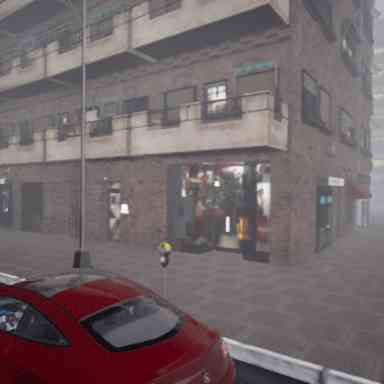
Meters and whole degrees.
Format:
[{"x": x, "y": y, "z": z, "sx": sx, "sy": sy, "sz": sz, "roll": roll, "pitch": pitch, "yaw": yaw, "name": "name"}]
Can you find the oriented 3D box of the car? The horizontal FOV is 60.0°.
[{"x": -1.541, "y": 1.578, "z": 3.810, "sx": 4.206, "sy": 1.307, "sz": 1.802, "roll": 0, "pitch": 1, "yaw": 36, "name": "car"}]
